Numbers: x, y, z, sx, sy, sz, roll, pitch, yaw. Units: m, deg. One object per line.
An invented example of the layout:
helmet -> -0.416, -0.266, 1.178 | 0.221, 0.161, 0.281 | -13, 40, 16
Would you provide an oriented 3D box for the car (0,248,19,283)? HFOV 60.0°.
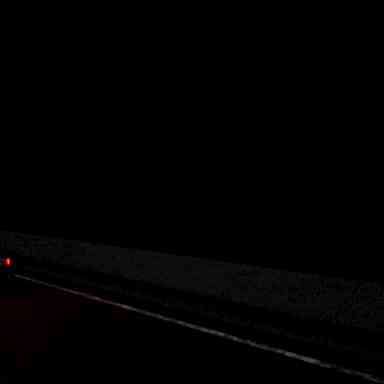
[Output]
car -> -6.340, 1.590, 8.211 | 4.718, 1.301, 1.895 | 0, 0, 36
